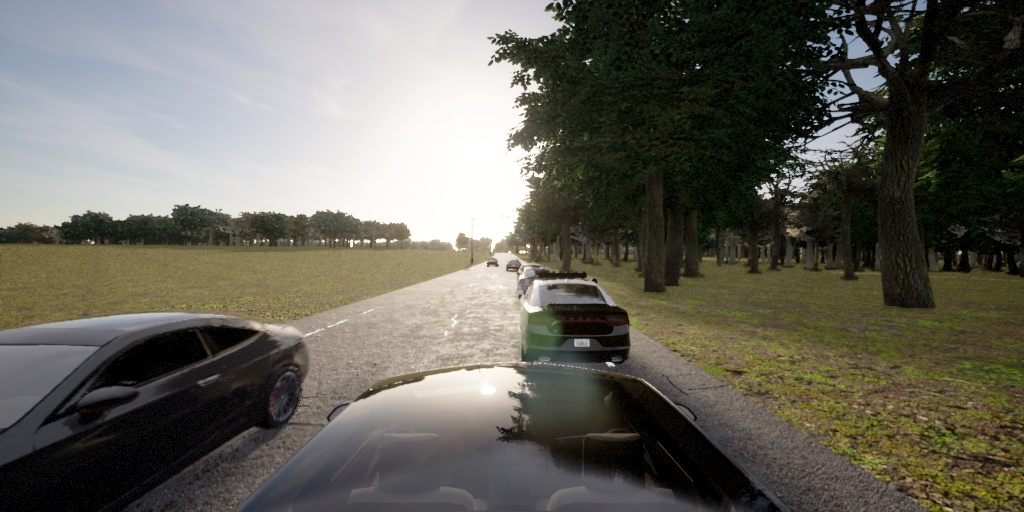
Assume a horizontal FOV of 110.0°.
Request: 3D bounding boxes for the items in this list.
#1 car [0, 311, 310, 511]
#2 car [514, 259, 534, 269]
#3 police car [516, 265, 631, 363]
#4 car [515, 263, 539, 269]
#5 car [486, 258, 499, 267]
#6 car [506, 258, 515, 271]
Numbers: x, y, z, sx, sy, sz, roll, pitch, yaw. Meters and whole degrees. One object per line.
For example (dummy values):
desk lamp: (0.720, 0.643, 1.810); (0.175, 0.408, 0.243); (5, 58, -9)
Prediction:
car: (-3.573, 1.275, 2.936); (1.812, 1.442, 4.674); (0, 0, 1)
car: (1.246, 1.154, 24.349); (1.801, 1.575, 5.366); (0, 0, 0)
police car: (1.131, 1.168, 8.260); (1.930, 1.638, 5.238); (0, 0, 1)
car: (1.210, 1.246, 18.156); (1.812, 1.442, 4.674); (0, 0, 0)
car: (-3.292, 1.012, 61.021); (1.837, 1.490, 4.892); (0, 0, 0)
car: (0.266, 1.150, 46.552); (1.994, 1.385, 4.181); (0, 0, 2)
